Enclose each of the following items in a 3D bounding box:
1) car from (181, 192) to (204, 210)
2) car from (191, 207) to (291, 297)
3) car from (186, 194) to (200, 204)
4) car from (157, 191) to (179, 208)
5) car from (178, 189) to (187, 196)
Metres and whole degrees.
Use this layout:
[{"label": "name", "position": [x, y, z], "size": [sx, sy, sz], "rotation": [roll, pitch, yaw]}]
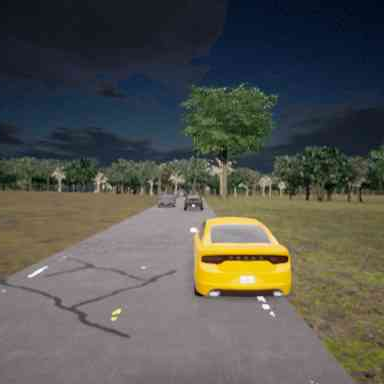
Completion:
[{"label": "car", "position": [0.162, 1.021, 33.607], "size": [1.837, 1.490, 4.892], "rotation": [0, 0, 0]}, {"label": "car", "position": [0.986, 1.363, 8.358], "size": [1.882, 1.535, 5.008], "rotation": [0, 1, 0]}, {"label": "car", "position": [0.176, 0.972, 46.235], "size": [1.895, 1.301, 4.718], "rotation": [0, 1, 1]}, {"label": "car", "position": [-2.737, 0.978, 37.136], "size": [1.837, 1.490, 4.892], "rotation": [0, 1, 0]}, {"label": "car", "position": [-2.508, 0.346, 80.221], "size": [2.150, 2.045, 5.566], "rotation": [0, 0, 0]}]
